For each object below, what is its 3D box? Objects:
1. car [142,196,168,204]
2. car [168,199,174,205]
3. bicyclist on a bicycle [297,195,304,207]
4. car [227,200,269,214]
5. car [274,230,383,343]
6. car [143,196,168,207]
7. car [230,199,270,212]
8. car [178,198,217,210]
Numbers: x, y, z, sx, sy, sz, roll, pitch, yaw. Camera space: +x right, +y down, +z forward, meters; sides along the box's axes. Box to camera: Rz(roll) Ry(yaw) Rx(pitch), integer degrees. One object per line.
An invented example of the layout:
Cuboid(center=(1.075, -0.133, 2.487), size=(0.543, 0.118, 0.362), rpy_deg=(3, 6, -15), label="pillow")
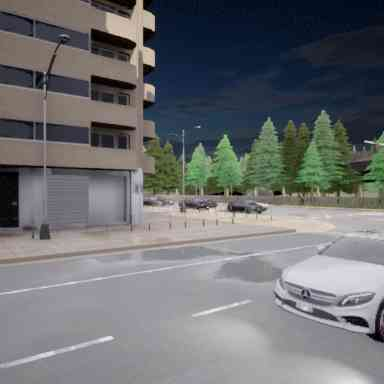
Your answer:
Cuboid(center=(-7.164, 1.537, 64.439), size=(4.718, 1.301, 1.895), rpy_deg=(0, 0, 31), label="car")
Cuboid(center=(-5.050, 1.429, 54.082), size=(4.902, 1.511, 2.128), rpy_deg=(0, 0, 42), label="car")
Cuboid(center=(15.139, 1.235, 46.444), size=(1.656, 1.620, 0.582), rpy_deg=(0, 0, -35), label="bicyclist on a bicycle")
Cuboid(center=(5.555, 1.502, 34.789), size=(1.994, 1.385, 4.181), rpy_deg=(0, 0, -35), label="car")
Cuboid(center=(3.659, 1.524, 6.562), size=(4.674, 1.442, 1.812), rpy_deg=(0, 0, -35), label="car")
Cuboid(center=(-6.206, 1.464, 50.406), size=(4.674, 1.442, 1.812), rpy_deg=(0, 0, 43), label="car")
Cuboid(center=(6.792, 1.538, 39.172), size=(1.895, 1.301, 4.718), rpy_deg=(0, 0, -35), label="car")
Cuboid(center=(0.325, 1.486, 42.407), size=(2.033, 1.411, 5.357), rpy_deg=(0, 0, -36), label="car")
